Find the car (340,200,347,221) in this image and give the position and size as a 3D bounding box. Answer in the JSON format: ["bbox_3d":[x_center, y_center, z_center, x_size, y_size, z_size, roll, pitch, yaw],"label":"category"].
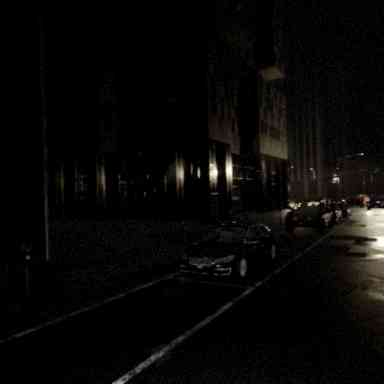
[{"bbox_3d":[9.960,1.532,24.607,1.947,1.339,4.313,-2,-1,31],"label":"car"}]

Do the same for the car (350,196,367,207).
[{"bbox_3d":[24.292,1.320,48.475,1.752,1.417,4.829,-2,-1,31],"label":"car"}]

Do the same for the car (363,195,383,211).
[{"bbox_3d":[20.692,1.306,37.216,1.812,1.442,4.674,-2,-1,31],"label":"car"}]

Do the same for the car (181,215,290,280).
[{"bbox_3d":[1.307,1.622,10.200,2.008,1.369,4.403,-2,-1,31],"label":"car"}]

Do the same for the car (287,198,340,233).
[{"bbox_3d":[7.068,1.317,19.808,2.192,1.841,5.009,-2,-1,31],"label":"car"}]

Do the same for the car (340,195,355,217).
[{"bbox_3d":[12.840,1.372,29.411,1.967,1.590,4.097,-2,-1,31],"label":"car"}]

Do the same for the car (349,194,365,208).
[{"bbox_3d":[21.488,1.144,43.821,2.192,1.841,5.009,-2,-1,31],"label":"car"}]

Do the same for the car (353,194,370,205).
[{"bbox_3d":[27.261,1.200,53.424,1.967,1.590,4.097,-2,-1,31],"label":"car"}]
